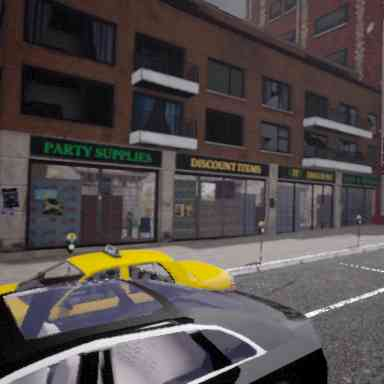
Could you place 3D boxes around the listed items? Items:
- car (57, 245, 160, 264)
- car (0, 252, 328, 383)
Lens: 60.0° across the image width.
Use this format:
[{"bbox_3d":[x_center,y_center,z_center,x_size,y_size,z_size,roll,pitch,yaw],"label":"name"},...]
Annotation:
[{"bbox_3d":[-1.468,1.539,5.025,4.829,1.417,1.752,1,1,-35],"label":"car"},{"bbox_3d":[-1.093,1.494,2.170,4.902,1.511,2.128,1,0,-36],"label":"car"}]
